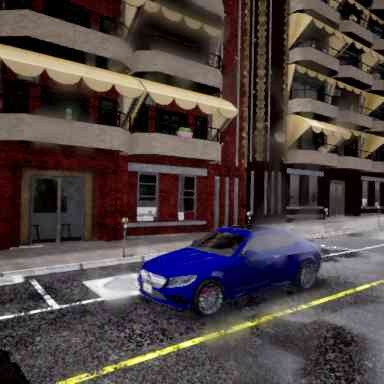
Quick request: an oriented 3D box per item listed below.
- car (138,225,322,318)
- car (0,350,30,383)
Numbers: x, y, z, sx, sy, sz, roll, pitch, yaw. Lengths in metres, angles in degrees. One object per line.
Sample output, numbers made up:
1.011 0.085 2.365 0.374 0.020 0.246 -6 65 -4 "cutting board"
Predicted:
1.070 1.528 7.545 4.674 1.442 1.812 0 0 -36 "car"
-2.934 1.600 1.066 4.718 1.301 1.895 0 0 -35 "car"
